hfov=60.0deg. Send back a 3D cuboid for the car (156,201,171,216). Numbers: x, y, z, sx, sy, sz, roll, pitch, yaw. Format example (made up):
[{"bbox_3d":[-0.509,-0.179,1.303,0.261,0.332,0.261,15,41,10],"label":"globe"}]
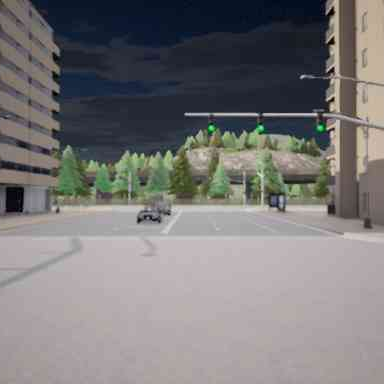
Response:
[{"bbox_3d":[-3.522,1.861,39.044,2.097,1.767,4.553,0,-1,-1],"label":"car"}]

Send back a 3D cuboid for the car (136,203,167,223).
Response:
[{"bbox_3d":[-3.548,1.940,28.777,1.994,1.385,4.181,0,-1,0],"label":"car"}]
